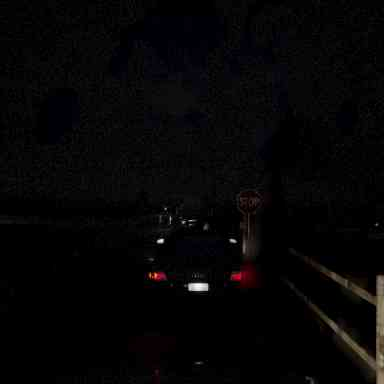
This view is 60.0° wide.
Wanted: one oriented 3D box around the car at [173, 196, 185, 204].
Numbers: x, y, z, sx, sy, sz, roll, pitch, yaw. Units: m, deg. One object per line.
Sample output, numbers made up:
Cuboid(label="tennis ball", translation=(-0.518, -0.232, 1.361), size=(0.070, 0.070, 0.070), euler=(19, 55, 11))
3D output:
Cuboid(label="car", translation=(-2.612, 1.619, 68.234), size=(2.033, 1.411, 5.357), euler=(0, 0, 1))

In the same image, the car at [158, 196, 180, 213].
Cuboid(label="car", translation=(-2.763, 1.518, 37.446), size=(2.128, 1.511, 4.902), euler=(0, 0, 0))

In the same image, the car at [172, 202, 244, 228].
Cuboid(label="car", translation=(1.469, 1.614, 20.656), size=(4.892, 1.490, 1.837), euler=(3, -1, -35))

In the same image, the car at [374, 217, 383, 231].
Cuboid(label="car", translation=(15.703, 2.167, 23.817), size=(4.902, 1.511, 2.128), euler=(2, 0, 0))

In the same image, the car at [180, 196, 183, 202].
Cuboid(label="car", translation=(-2.734, 1.600, 47.441), size=(1.994, 1.385, 4.181), euler=(0, 0, 0))

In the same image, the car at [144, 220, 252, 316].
Cuboid(label="car", translation=(0.112, 1.567, 7.595), size=(1.994, 1.385, 4.181), euler=(0, 0, 0))
